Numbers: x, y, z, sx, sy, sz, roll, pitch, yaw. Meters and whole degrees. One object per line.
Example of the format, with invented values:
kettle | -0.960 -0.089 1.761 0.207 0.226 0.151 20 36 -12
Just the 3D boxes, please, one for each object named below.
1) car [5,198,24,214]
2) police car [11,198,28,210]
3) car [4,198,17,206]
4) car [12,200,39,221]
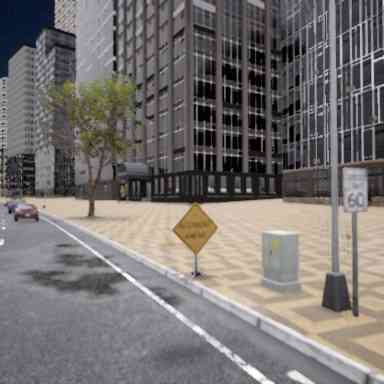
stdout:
car | -21.224 1.640 40.593 2.097 1.767 4.553 1 -1 -30
police car | -26.636 1.804 51.253 1.930 1.638 5.238 1 -1 -32
car | -35.410 1.951 64.906 1.801 1.575 5.366 1 -1 -33
car | -14.436 1.723 29.004 1.812 1.442 4.674 1 -1 -29
